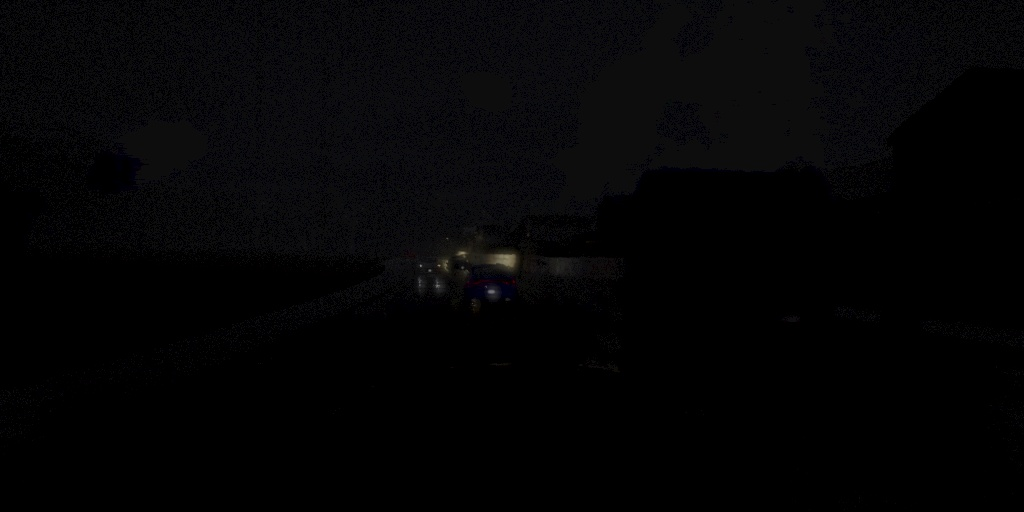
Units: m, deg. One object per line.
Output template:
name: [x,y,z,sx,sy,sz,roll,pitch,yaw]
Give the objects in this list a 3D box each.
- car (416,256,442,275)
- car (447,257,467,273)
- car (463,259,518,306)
car: [-7.097,0.918,30.971,1.895,1.301,4.718,0,1,-16]
car: [-4.957,0.795,34.083,1.812,1.442,4.674,0,1,-16]
car: [-0.924,1.062,14.742,1.882,1.535,5.008,0,1,-6]
